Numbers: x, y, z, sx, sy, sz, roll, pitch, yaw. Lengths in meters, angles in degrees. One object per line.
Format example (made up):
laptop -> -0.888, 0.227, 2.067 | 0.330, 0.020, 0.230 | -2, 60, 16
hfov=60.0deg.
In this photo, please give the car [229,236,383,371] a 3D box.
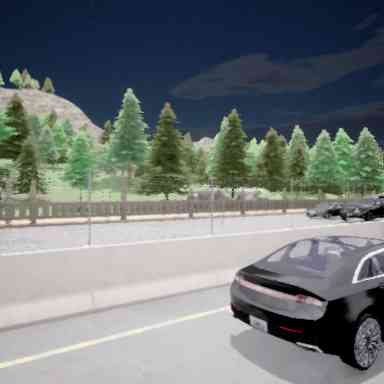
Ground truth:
car -> 2.861, 1.521, 5.744 | 4.902, 1.511, 2.128 | 0, 0, -35
